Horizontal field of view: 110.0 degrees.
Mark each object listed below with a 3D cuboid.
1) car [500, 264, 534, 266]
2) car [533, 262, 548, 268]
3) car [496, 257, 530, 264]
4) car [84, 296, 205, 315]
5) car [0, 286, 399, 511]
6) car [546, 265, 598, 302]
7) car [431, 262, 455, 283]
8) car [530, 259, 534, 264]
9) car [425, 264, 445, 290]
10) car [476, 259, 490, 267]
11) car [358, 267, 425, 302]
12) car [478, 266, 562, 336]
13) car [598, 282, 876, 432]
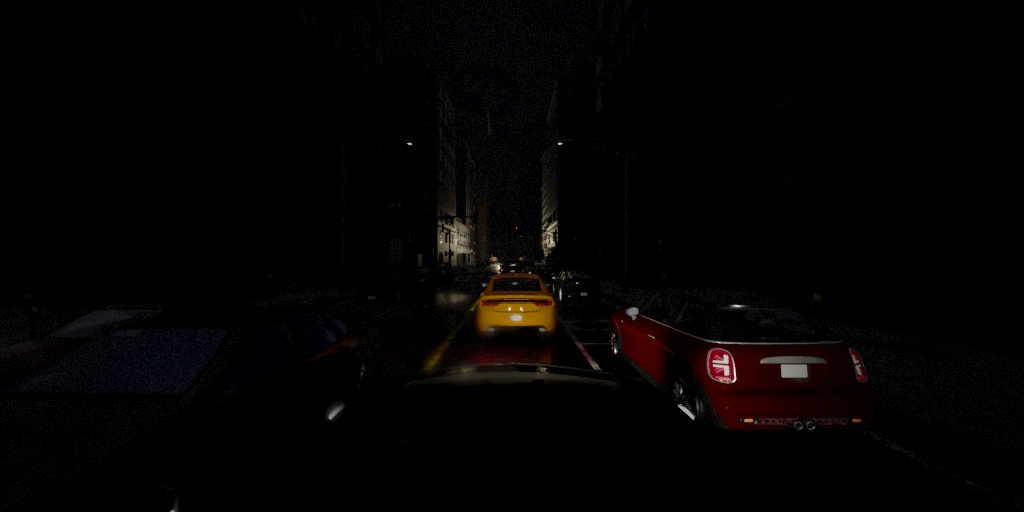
[{"bbox_3d":[0.137,1.315,19.449,1.994,1.385,4.181,0,0,0],"label":"car"},{"bbox_3d":[2.910,1.318,27.577,1.948,1.339,4.313,0,0,0],"label":"car"},{"bbox_3d":[0.085,1.105,28.181,2.097,1.767,4.553,0,0,1],"label":"car"},{"bbox_3d":[-5.661,1.332,5.590,1.802,1.307,4.207,0,0,0],"label":"car"},{"bbox_3d":[-3.098,1.297,3.776,2.033,1.411,5.357,0,0,0],"label":"car"},{"bbox_3d":[2.887,1.301,16.575,2.007,1.370,4.403,0,0,0],"label":"car"},{"bbox_3d":[-5.615,1.192,27.595,1.967,1.591,4.097,0,0,0],"label":"car"},{"bbox_3d":[3.023,1.231,64.666,1.967,1.591,4.097,0,0,0],"label":"car"},{"bbox_3d":[-5.627,1.333,22.094,1.802,1.307,4.207,0,0,0],"label":"car"},{"bbox_3d":[-5.502,1.374,64.697,1.802,1.307,4.207,0,0,0],"label":"car"},{"bbox_3d":[-5.638,1.316,16.593,1.948,1.339,4.313,0,0,0],"label":"car"},{"bbox_3d":[0.115,1.228,10.460,1.882,1.535,5.008,0,0,0],"label":"car"},{"bbox_3d":[2.865,1.190,5.572,1.967,1.591,4.097,0,0,0],"label":"car"}]
